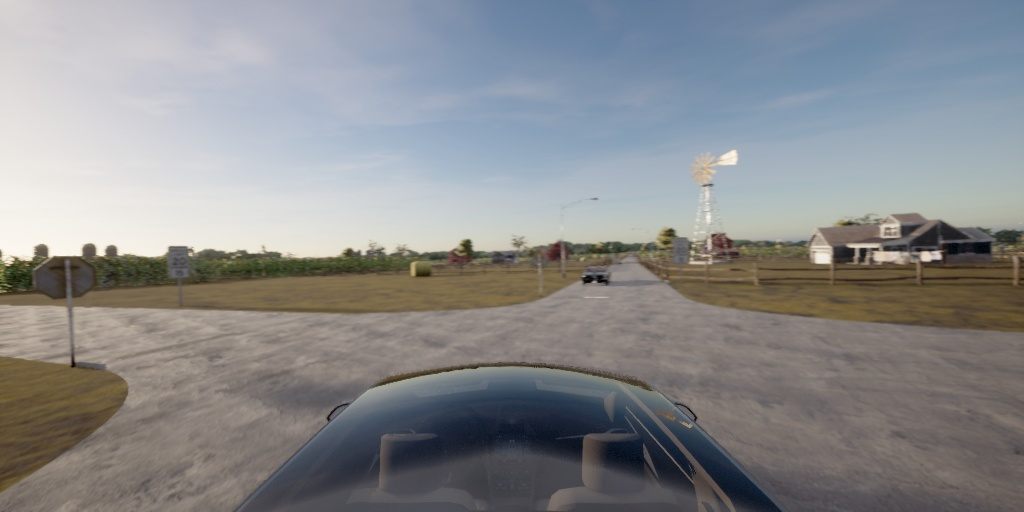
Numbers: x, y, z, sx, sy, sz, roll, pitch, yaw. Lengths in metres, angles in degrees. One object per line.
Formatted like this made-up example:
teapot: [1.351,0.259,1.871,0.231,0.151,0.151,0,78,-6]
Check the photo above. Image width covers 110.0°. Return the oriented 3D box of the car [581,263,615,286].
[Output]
car: [6.215,1.437,26.259,1.895,1.301,4.718,-2,-1,18]
